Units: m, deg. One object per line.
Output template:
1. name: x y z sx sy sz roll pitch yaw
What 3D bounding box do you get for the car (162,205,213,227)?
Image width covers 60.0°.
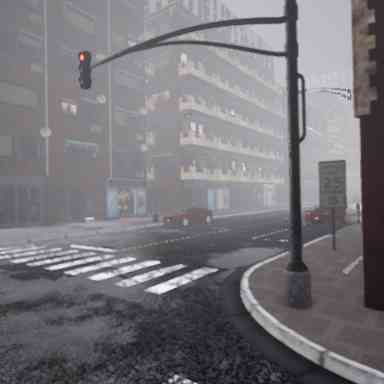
1. car: -0.248 1.643 23.845 1.887 1.381 4.507 -1 -1 36

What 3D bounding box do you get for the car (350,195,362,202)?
1. car: 35.457 1.414 72.277 1.802 1.307 4.206 -1 -1 36

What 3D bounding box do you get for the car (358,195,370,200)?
1. car: 42.181 1.351 81.439 1.947 1.339 4.313 -1 -1 36

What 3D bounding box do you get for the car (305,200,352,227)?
1. car: 8.676 1.421 21.452 1.887 1.381 4.507 -1 -1 36
